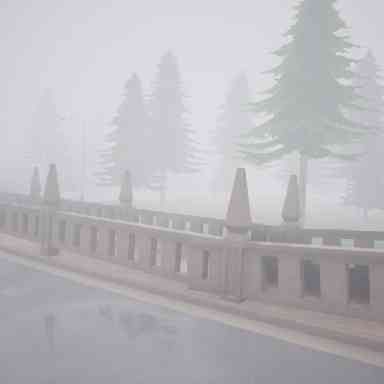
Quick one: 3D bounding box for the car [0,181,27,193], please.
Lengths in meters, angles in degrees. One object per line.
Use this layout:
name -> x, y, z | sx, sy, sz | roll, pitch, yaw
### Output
car -> -21.267, -0.476, 37.418 | 1.882, 1.535, 5.008 | 4, 3, 37
